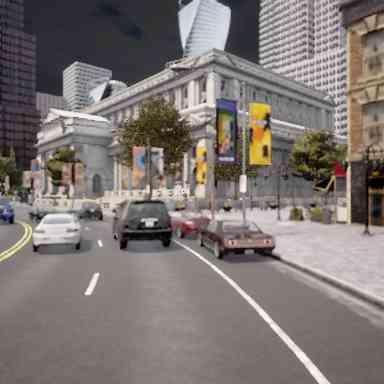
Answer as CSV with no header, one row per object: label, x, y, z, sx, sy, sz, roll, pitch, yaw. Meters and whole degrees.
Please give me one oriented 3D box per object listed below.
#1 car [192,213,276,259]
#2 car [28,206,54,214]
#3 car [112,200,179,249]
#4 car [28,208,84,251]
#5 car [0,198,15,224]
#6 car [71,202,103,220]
car,1.496,1.720,13.233,1.895,1.301,4.718,0,-1,-11
car,-12.720,1.886,28.506,1.895,1.301,4.718,0,-1,-35
car,-2.469,1.369,15.625,2.150,2.045,5.566,0,0,-17
car,-5.928,1.675,14.911,1.812,1.442,4.674,0,0,-18
car,-15.827,1.478,26.838,2.150,2.045,5.566,0,-1,-36
car,-9.839,1.650,30.493,2.097,1.767,4.553,0,-1,-35
